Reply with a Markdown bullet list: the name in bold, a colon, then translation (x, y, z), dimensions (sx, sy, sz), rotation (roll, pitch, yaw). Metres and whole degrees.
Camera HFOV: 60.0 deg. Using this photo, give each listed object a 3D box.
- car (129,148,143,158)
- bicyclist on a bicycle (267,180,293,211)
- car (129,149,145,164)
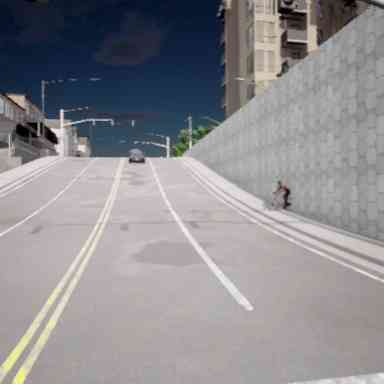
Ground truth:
- **car**: translation (-8.513, -5.861, 50.663), dimensions (1.994, 1.385, 4.181), rotation (-1, 5, -10)
- **bicyclist on a bicycle**: translation (4.754, 0.208, 17.648), dimensions (1.656, 1.620, 0.582), rotation (-1, 6, -9)
- **car**: translation (-6.751, -4.323, 40.833), dimensions (1.994, 1.385, 4.181), rotation (-1, 12, -9)
